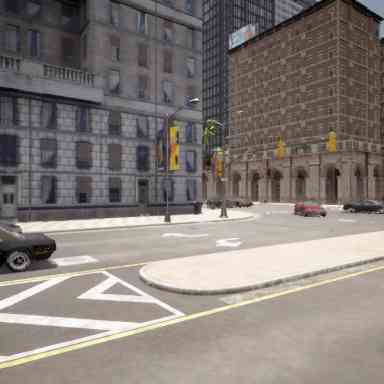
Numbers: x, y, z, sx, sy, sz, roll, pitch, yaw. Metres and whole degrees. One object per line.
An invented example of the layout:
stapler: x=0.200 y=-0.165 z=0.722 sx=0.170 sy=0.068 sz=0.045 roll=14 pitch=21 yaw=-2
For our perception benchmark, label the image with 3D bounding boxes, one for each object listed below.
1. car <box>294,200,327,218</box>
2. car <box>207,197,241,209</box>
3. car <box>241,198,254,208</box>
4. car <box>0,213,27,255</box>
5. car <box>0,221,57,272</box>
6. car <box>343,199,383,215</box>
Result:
car: x=10.839 y=1.526 z=30.752 sx=1.812 sy=1.442 sz=4.674 roll=1 pitch=0 yaw=0
car: x=3.963 y=1.505 z=45.583 sx=1.837 sy=1.490 sz=4.892 roll=0 pitch=0 yaw=-35
car: x=6.496 y=1.547 z=48.064 sx=2.033 sy=1.411 sz=5.357 roll=0 pitch=0 yaw=-35
car: x=-8.471 y=1.564 z=12.100 sx=4.181 sy=1.385 sz=1.994 roll=0 pitch=0 yaw=-35
car: x=-6.442 y=1.601 z=9.248 sx=4.718 sy=1.301 sz=1.895 roll=0 pitch=0 yaw=-35
car: x=18.390 y=1.504 z=34.591 sx=4.892 sy=1.490 sz=1.837 roll=0 pitch=1 yaw=40
